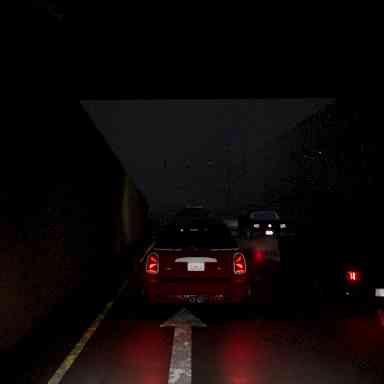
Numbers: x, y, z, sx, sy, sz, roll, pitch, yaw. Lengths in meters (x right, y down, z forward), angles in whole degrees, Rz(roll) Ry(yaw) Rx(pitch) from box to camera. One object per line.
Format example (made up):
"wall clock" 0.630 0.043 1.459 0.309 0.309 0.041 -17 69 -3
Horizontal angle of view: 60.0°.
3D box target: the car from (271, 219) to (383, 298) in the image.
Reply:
"car" 3.603 1.601 8.471 1.895 1.301 4.718 0 0 0

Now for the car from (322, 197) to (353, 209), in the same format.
"car" 17.553 1.295 39.987 1.853 1.218 4.536 0 0 45

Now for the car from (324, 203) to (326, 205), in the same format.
"car" 17.516 1.453 39.950 2.038 1.542 4.974 0 0 45

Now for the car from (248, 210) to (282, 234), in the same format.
"car" 3.591 1.601 17.628 1.895 1.301 4.718 0 0 0

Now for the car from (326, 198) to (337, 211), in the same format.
"car" 17.414 1.453 35.343 2.038 1.542 4.974 0 0 -35

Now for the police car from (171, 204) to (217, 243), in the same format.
"police car" 0.087 1.504 17.180 2.038 1.542 4.974 0 0 0

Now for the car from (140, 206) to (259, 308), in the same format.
"car" 0.079 1.352 8.055 2.097 1.767 4.553 0 0 0
